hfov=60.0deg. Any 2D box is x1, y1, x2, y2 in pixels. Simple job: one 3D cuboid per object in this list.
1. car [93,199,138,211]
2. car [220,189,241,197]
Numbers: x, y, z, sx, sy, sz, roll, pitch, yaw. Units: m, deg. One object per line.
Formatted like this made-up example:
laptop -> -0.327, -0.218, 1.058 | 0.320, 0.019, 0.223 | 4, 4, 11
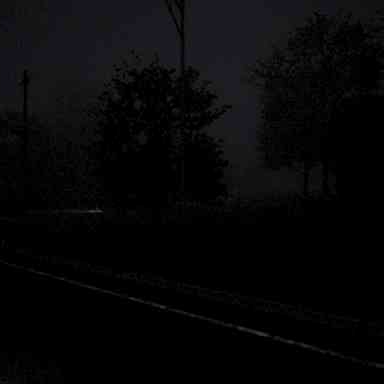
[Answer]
car -> -8.666, 1.294, 38.263 | 2.033, 1.411, 5.357 | 0, 2, 39
car -> 6.691, 0.139, 57.450 | 1.812, 1.442, 4.674 | 0, 3, 38
